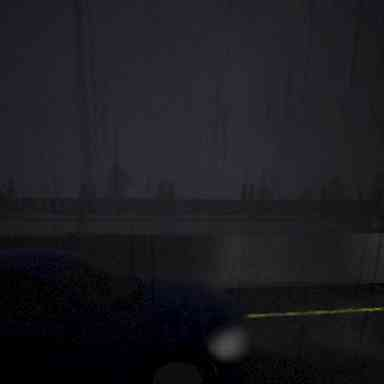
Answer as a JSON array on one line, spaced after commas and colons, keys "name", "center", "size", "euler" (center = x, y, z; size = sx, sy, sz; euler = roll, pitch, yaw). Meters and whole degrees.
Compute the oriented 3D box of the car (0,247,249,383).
[{"name": "car", "center": [-1.843, 1.420, 3.824], "size": [5.008, 1.535, 1.882], "euler": [1, 0, -7]}]
